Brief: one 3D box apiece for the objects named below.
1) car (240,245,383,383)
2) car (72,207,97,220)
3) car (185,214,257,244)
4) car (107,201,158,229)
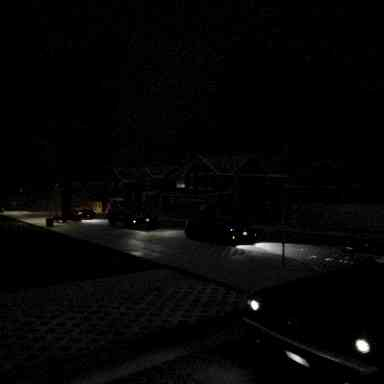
[{"bbox_3d":[2.994,1.595,5.112,4.718,1.301,1.895,0,0,-36],"label":"car"},{"bbox_3d":[-11.889,2.288,36.086,1.994,1.385,4.181,0,-1,-35],"label":"car"},{"bbox_3d":[1.388,1.842,17.511,1.994,1.385,4.181,0,-1,-35],"label":"car"},{"bbox_3d":[-4.814,1.714,26.167,2.150,2.045,5.566,0,-1,-36],"label":"car"}]
